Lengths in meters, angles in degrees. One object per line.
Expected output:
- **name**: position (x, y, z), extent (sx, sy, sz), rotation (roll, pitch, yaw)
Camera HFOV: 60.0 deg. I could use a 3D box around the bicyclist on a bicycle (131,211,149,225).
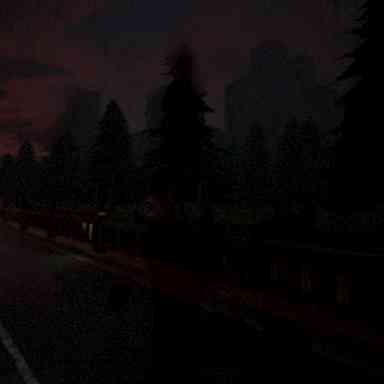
- **bicyclist on a bicycle**: position (-2.336, 1.625, 14.300), extent (1.656, 1.620, 0.582), rotation (1, -2, -39)
